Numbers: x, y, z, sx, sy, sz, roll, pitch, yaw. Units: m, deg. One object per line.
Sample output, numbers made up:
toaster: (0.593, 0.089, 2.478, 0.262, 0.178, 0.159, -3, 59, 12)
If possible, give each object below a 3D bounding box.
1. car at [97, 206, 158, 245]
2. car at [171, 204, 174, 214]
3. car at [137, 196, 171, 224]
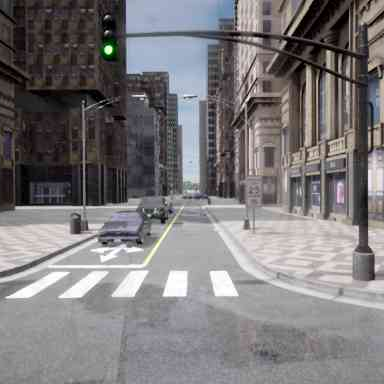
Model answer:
car: (-3.106, 1.643, 16.466, 2.033, 1.411, 5.357, 0, 0, 0)
car: (-3.084, 1.685, 37.016, 1.812, 1.442, 4.674, 0, 0, 0)
car: (-3.102, 1.349, 26.685, 2.150, 2.045, 5.566, 0, 0, -1)
